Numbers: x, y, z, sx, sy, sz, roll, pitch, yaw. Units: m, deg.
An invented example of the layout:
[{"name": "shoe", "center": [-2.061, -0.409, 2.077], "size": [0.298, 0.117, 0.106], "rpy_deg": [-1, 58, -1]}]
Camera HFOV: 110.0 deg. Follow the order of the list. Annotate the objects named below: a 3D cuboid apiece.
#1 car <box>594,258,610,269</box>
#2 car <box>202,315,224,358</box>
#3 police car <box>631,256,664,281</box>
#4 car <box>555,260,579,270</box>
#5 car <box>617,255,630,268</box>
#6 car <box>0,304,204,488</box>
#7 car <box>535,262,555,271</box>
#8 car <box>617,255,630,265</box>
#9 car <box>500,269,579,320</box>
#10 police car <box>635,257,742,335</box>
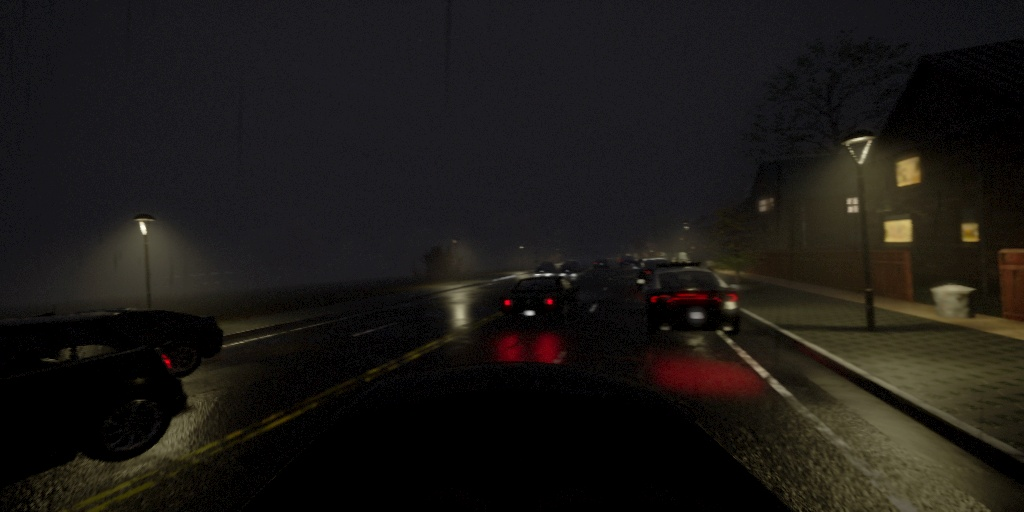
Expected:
[{"name": "car", "center": [11.995, 0.990, 47.898], "size": [1.994, 1.385, 4.181], "rpy_deg": [-4, -1, 16]}, {"name": "car", "center": [-8.037, 1.791, 6.288], "size": [1.837, 1.490, 4.892], "rpy_deg": [-4, -1, 19]}, {"name": "police car", "center": [7.633, 0.855, 19.260], "size": [1.930, 1.638, 5.238], "rpy_deg": [-4, -1, 18]}, {"name": "car", "center": [6.901, 1.242, 42.638], "size": [2.033, 1.411, 5.357], "rpy_deg": [-4, -1, 17]}, {"name": "car", "center": [14.959, 0.706, 46.671], "size": [1.882, 1.535, 5.008], "rpy_deg": [-4, 0, 17]}, {"name": "car", "center": [-5.793, 1.469, 2.862], "size": [2.097, 1.767, 4.553], "rpy_deg": [-4, -1, 19]}, {"name": "car", "center": [4.321, 1.430, 45.368], "size": [2.033, 1.411, 5.357], "rpy_deg": [-4, -1, 16]}, {"name": "car", "center": [18.699, 0.602, 60.204], "size": [1.882, 1.535, 5.008], "rpy_deg": [-4, -1, 15]}, {"name": "car", "center": [1.200, 1.372, 12.730], "size": [1.895, 1.301, 4.718], "rpy_deg": [-4, -1, 18]}, {"name": "police car", "center": [4.517, 0.963, 9.688], "size": [1.930, 1.638, 5.238], "rpy_deg": [-4, -1, 18]}]
